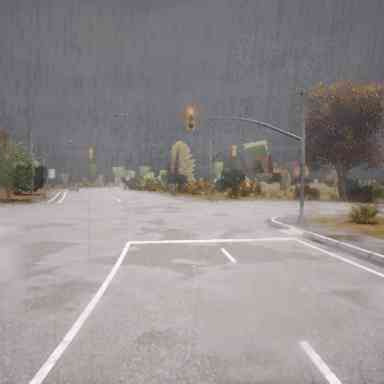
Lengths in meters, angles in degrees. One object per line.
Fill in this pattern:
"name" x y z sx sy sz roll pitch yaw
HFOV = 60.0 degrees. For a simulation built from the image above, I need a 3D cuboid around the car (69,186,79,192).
"car" -27.104 -0.674 76.380 1.994 1.385 4.181 -1 2 -20
